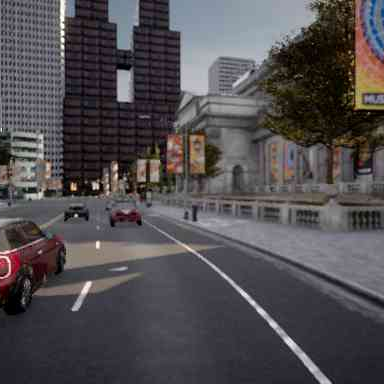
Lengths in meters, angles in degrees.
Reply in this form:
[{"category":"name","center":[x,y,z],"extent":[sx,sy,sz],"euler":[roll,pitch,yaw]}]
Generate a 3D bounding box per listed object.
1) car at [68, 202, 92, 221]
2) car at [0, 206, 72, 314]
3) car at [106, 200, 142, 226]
[{"category":"car","center":[-9.661,1.592,28.171],"extent":[1.837,1.490,4.892],"euler":[0,0,-16]},{"category":"car","center":[-4.393,1.387,7.663],"extent":[2.097,1.767,4.553],"euler":[0,0,-9]},{"category":"car","center":[-4.960,1.407,24.296],"extent":[2.097,1.767,4.553],"euler":[0,0,-15]}]
